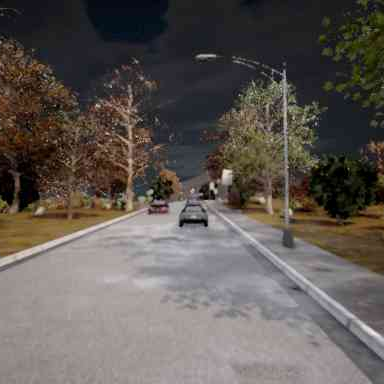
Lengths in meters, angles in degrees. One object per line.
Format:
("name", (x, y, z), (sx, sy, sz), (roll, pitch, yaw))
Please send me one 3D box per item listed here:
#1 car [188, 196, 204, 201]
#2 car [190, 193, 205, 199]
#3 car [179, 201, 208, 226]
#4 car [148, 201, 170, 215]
("car", (0.123, 1.566, 42.235), (1.994, 1.385, 4.181), (0, 0, 0))
("car", (1.085, 1.191, 74.595), (2.150, 2.045, 5.566), (-2, 0, 22))
("car", (0.113, 1.571, 23.584), (1.994, 1.385, 4.181), (0, 0, 0))
("car", (-3.326, 1.569, 34.192), (1.994, 1.385, 4.181), (0, 0, 0))
